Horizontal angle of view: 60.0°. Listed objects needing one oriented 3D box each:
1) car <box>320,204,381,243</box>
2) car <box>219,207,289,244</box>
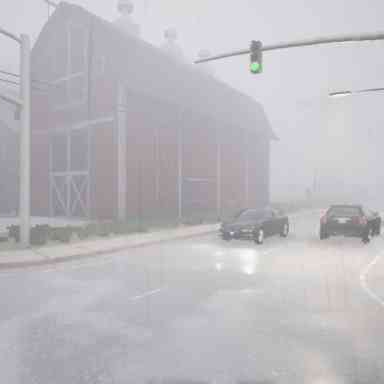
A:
[{"bbox_3d":[7.978,1.354,16.569,2.097,1.767,4.553,0,0,36],"label":"car"},{"bbox_3d":[3.120,1.504,16.038,1.837,1.490,4.892,0,0,36],"label":"car"}]
